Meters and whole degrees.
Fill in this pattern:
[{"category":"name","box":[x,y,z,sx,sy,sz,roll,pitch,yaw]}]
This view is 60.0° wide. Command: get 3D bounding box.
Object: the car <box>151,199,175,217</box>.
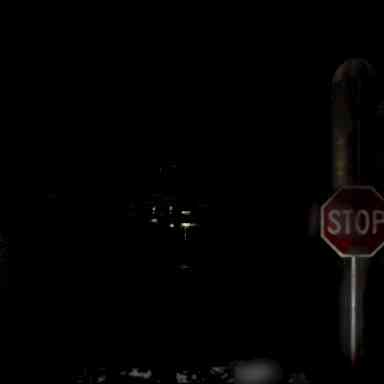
[{"category":"car","box":[-2.774,1.537,33.096,2.097,1.767,4.553,0,0,0]}]
